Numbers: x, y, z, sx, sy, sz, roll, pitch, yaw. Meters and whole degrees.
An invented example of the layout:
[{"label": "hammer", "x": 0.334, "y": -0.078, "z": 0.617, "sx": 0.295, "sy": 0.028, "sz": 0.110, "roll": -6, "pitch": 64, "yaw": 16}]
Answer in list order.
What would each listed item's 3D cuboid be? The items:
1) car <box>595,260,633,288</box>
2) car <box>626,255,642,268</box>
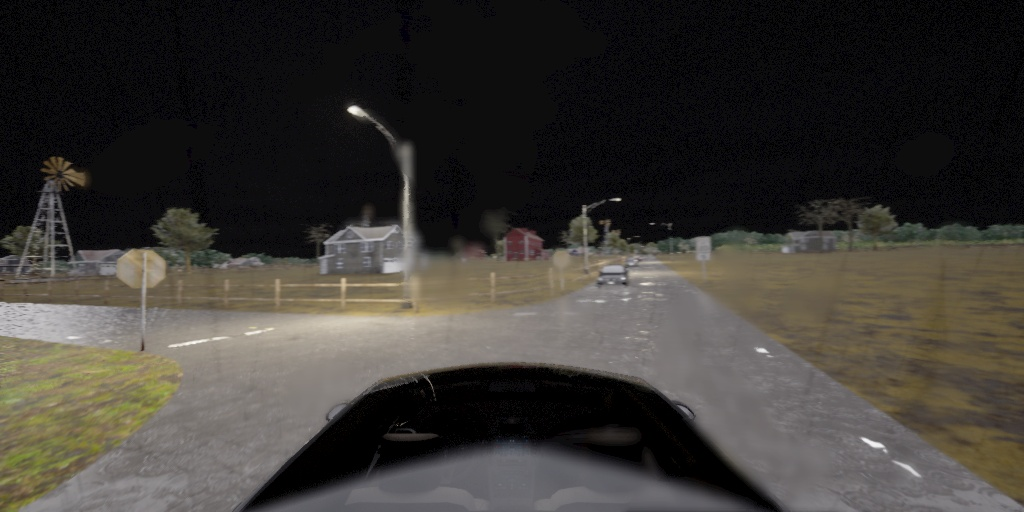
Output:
[{"label": "car", "x": 6.682, "y": 1.280, "z": 23.485, "sx": 1.812, "sy": 1.442, "sz": 4.674, "roll": -2, "pitch": 1, "yaw": 21}, {"label": "car", "x": 17.411, "y": 0.932, "z": 52.085, "sx": 2.128, "sy": 1.511, "sz": 4.902, "roll": -2, "pitch": 1, "yaw": 21}]
